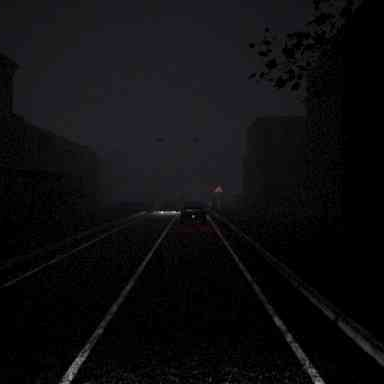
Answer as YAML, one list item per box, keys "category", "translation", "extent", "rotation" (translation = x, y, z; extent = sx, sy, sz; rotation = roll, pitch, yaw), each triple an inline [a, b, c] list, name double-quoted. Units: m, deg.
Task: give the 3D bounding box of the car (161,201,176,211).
- category: "car"
  translation: [-3.010, 1.828, 44.071]
  extent: [1.994, 1.385, 4.181]
  rotation: [0, 0, 0]

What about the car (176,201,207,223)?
- category: "car"
  translation: [0.096, 1.528, 25.553]
  extent: [2.128, 1.511, 4.902]
  rotation: [0, -1, 0]

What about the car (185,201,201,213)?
- category: "car"
  translation: [0.091, 1.848, 42.556]
  extent: [1.895, 1.301, 4.718]
  rotation: [0, 0, 0]
